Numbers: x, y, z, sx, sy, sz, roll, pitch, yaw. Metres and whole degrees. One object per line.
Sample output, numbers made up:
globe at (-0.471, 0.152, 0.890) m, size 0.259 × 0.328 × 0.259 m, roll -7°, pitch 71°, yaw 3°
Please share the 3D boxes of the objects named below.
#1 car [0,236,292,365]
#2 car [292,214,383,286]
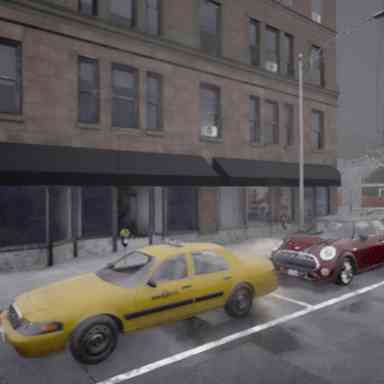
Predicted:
car at (-0.549, 1.528, 5.828) m, size 4.829 × 1.417 × 1.752 m, roll -1°, pitch 0°, yaw -36°
car at (4.043, 1.399, 9.186) m, size 4.097 × 1.590 × 1.967 m, roll -1°, pitch 0°, yaw -36°
